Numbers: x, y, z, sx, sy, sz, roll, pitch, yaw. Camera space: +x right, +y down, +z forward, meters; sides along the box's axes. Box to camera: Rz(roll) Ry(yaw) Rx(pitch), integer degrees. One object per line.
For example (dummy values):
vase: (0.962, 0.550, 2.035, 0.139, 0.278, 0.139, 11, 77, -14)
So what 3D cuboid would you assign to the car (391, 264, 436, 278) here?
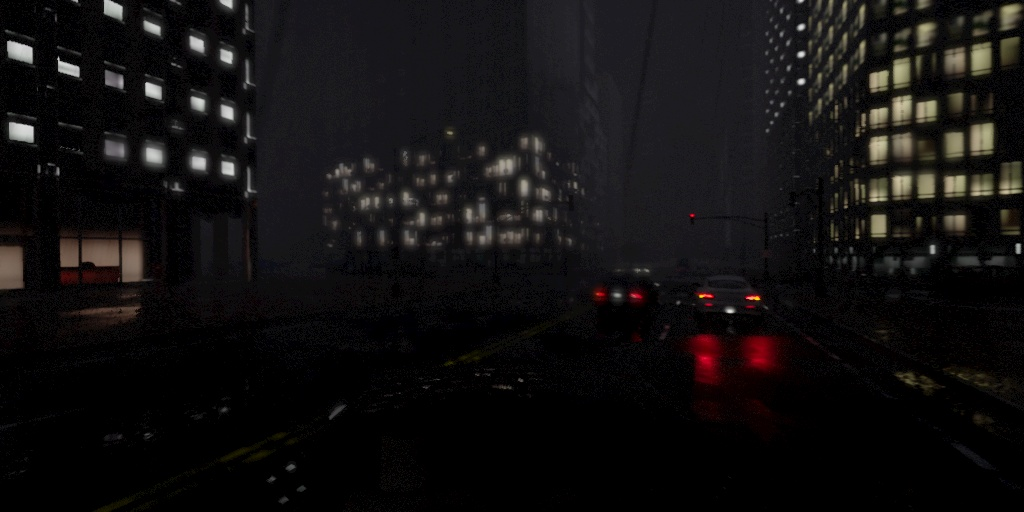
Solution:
car: (-9.646, 1.520, 36.082, 4.313, 1.339, 1.948, 0, 0, 29)

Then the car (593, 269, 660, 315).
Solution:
car: (4.742, 1.410, 14.405, 2.033, 1.411, 5.357, 0, -1, 27)

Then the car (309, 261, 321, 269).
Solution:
car: (-30.550, 1.363, 57.130, 4.207, 1.307, 1.802, 0, 0, 29)

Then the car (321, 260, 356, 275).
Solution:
car: (-19.598, 1.478, 41.578, 4.313, 1.339, 1.948, 0, 0, 29)

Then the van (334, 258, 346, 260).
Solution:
van: (-25.556, 1.144, 54.415, 3.998, 1.789, 1.690, 0, 0, 29)

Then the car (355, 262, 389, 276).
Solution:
car: (-14.632, 1.515, 38.813, 4.207, 1.307, 1.802, 0, 0, 29)

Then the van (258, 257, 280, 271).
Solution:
van: (-34.552, 1.188, 49.767, 3.998, 1.789, 1.690, 0, 0, 29)

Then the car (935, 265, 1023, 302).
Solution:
car: (24.681, 1.406, 17.719, 5.009, 1.841, 2.192, 0, 0, 28)

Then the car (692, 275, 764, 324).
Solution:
car: (7.364, 1.367, 12.419, 1.812, 1.442, 4.674, 0, -1, 28)
